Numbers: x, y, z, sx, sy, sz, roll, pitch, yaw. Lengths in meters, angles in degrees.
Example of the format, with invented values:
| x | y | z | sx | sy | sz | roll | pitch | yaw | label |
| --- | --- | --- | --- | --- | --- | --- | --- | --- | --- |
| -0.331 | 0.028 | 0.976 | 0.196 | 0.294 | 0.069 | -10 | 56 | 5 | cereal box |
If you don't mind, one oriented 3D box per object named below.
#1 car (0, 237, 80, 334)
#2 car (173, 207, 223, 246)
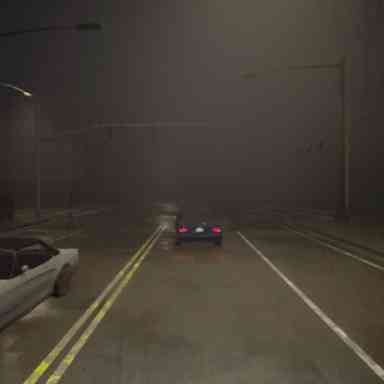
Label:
| x | y | z | sx | sy | sz | roll | pitch | yaw | label |
| --- | --- | --- | --- | --- | --- | --- | --- | --- | --- |
| -3.554 | 1.533 | 5.533 | 1.895 | 1.301 | 4.718 | 0 | 1 | 0 | car |
| 0.178 | 1.373 | 14.391 | 2.033 | 1.411 | 5.357 | 0 | 1 | -2 | car |
